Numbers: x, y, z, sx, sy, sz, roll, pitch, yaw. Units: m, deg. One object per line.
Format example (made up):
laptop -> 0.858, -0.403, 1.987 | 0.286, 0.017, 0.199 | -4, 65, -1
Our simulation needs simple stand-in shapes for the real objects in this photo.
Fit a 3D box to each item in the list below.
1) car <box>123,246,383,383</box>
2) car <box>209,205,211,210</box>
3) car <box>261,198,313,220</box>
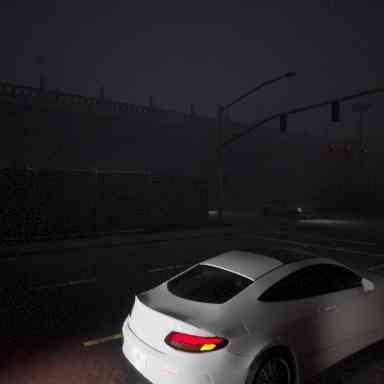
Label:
car -> 1.343, 1.526, 4.745 | 4.674, 1.442, 1.812 | 0, 0, -35
car -> -0.025, 1.603, 40.394 | 2.033, 1.411, 5.357 | 0, 0, -36
car -> 8.192, 1.408, 28.892 | 2.097, 1.767, 4.553 | 0, 0, -36
